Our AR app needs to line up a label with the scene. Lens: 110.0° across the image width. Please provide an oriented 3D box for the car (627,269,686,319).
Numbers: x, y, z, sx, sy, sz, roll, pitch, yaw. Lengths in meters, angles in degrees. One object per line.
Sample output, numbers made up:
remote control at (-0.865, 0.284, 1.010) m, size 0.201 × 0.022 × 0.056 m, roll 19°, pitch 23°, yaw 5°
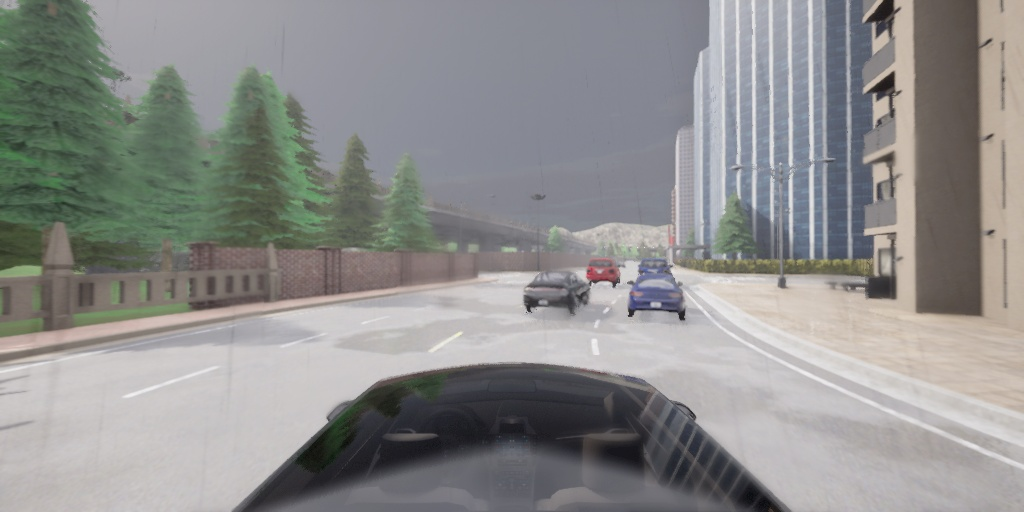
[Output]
car at (5.380, 1.390, 13.480) m, size 1.812 × 1.442 × 4.674 m, roll 0°, pitch 0°, yaw 21°

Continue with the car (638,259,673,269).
car at (10.360, 1.210, 25.963) m, size 2.150 × 2.045 × 5.566 m, roll 0°, pitch 0°, yaw 24°

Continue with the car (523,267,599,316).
car at (1.919, 1.364, 14.234) m, size 2.128 × 1.511 × 4.902 m, roll 0°, pitch 0°, yaw 21°

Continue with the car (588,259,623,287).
car at (6.970, 1.223, 27.299) m, size 2.150 × 2.045 × 5.566 m, roll 0°, pitch 0°, yaw 20°
